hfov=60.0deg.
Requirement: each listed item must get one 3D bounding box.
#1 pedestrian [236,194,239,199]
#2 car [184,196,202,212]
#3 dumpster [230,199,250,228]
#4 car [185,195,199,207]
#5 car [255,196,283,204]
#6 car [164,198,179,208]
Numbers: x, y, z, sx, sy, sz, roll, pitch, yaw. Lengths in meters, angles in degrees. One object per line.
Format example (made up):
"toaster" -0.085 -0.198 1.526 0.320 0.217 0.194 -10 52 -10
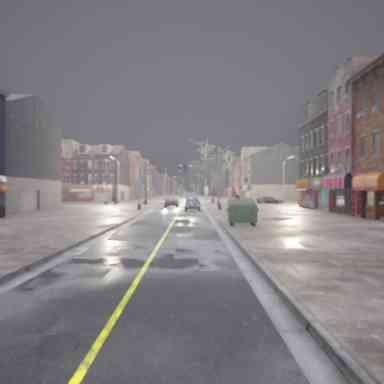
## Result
"pedestrian" 3.019 1.060 22.128 0.375 1.860 0.375 0 0 -10
"car" 0.081 1.417 37.227 2.033 1.411 5.357 0 0 1
"dumpster" 3.015 1.317 21.123 1.020 1.700 1.940 0 0 0
"car" 0.021 1.310 48.837 1.882 1.535 5.008 0 1 0
"car" 12.373 1.337 53.529 4.313 1.339 1.947 0 0 0
"car" -2.736 1.446 45.082 1.895 1.301 4.718 0 0 0
